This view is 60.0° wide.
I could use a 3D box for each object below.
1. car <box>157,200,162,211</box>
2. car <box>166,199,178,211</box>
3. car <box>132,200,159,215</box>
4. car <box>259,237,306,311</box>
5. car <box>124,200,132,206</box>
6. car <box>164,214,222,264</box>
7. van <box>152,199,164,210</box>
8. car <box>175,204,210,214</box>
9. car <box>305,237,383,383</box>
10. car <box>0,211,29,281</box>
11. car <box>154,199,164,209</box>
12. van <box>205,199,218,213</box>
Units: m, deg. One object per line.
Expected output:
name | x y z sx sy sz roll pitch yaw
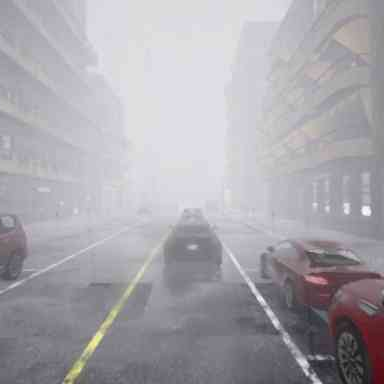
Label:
car | -5.637 2.192 46.378 1.802 1.307 4.206 1 -1 0
car | -3.063 2.242 52.910 2.033 1.411 5.357 0 -1 0
car | -5.637 2.088 40.838 2.008 1.369 4.403 1 -1 0
car | 2.705 1.685 7.650 1.802 1.307 4.206 1 -1 0
car | -16.480 2.548 80.105 4.097 1.590 1.967 0 -2 0
car | 0.046 1.731 12.478 1.994 1.385 4.181 0 -1 0
van | -5.801 2.095 57.461 1.690 1.788 3.998 1 -1 0
car | 0.028 1.880 25.148 2.033 1.411 5.357 0 -1 0
car | 2.709 1.345 2.114 2.192 1.841 5.009 1 -1 0
car | -5.671 1.418 7.603 2.192 1.841 5.009 1 -1 0
car | -5.636 2.248 51.918 1.947 1.339 4.313 1 -1 0
van | 2.715 1.951 46.433 1.690 1.788 3.998 1 -1 0
